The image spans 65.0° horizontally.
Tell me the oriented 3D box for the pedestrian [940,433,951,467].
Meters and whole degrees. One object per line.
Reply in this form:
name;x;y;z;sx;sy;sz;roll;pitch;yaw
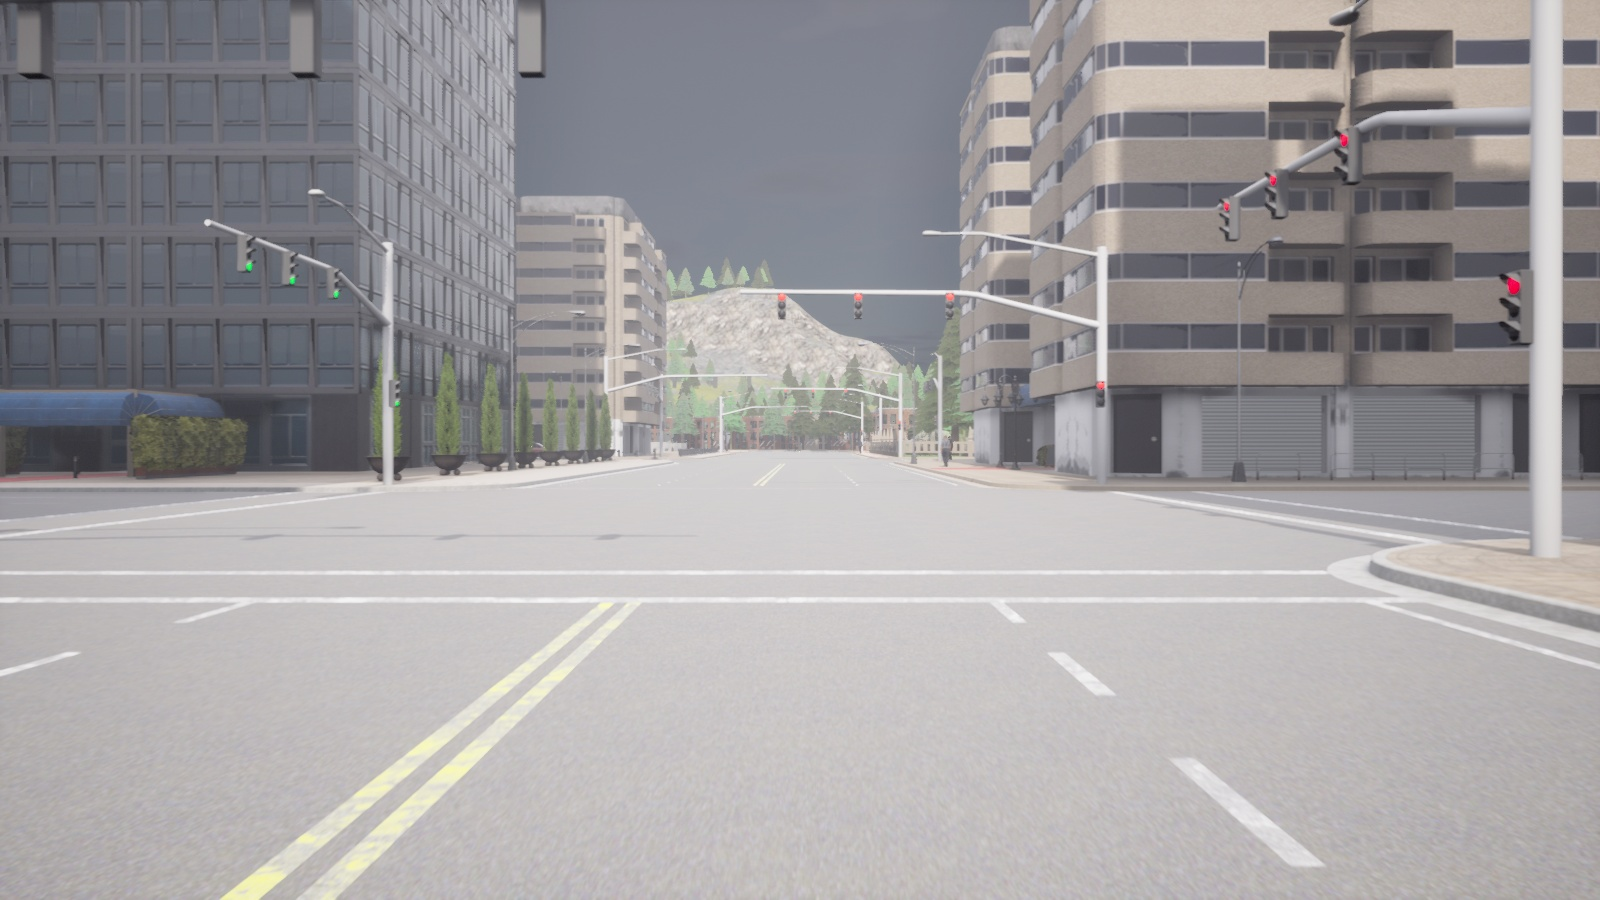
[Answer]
pedestrian;8.047;0.014;69.368;0.540;1.848;0.694;0;0;1
